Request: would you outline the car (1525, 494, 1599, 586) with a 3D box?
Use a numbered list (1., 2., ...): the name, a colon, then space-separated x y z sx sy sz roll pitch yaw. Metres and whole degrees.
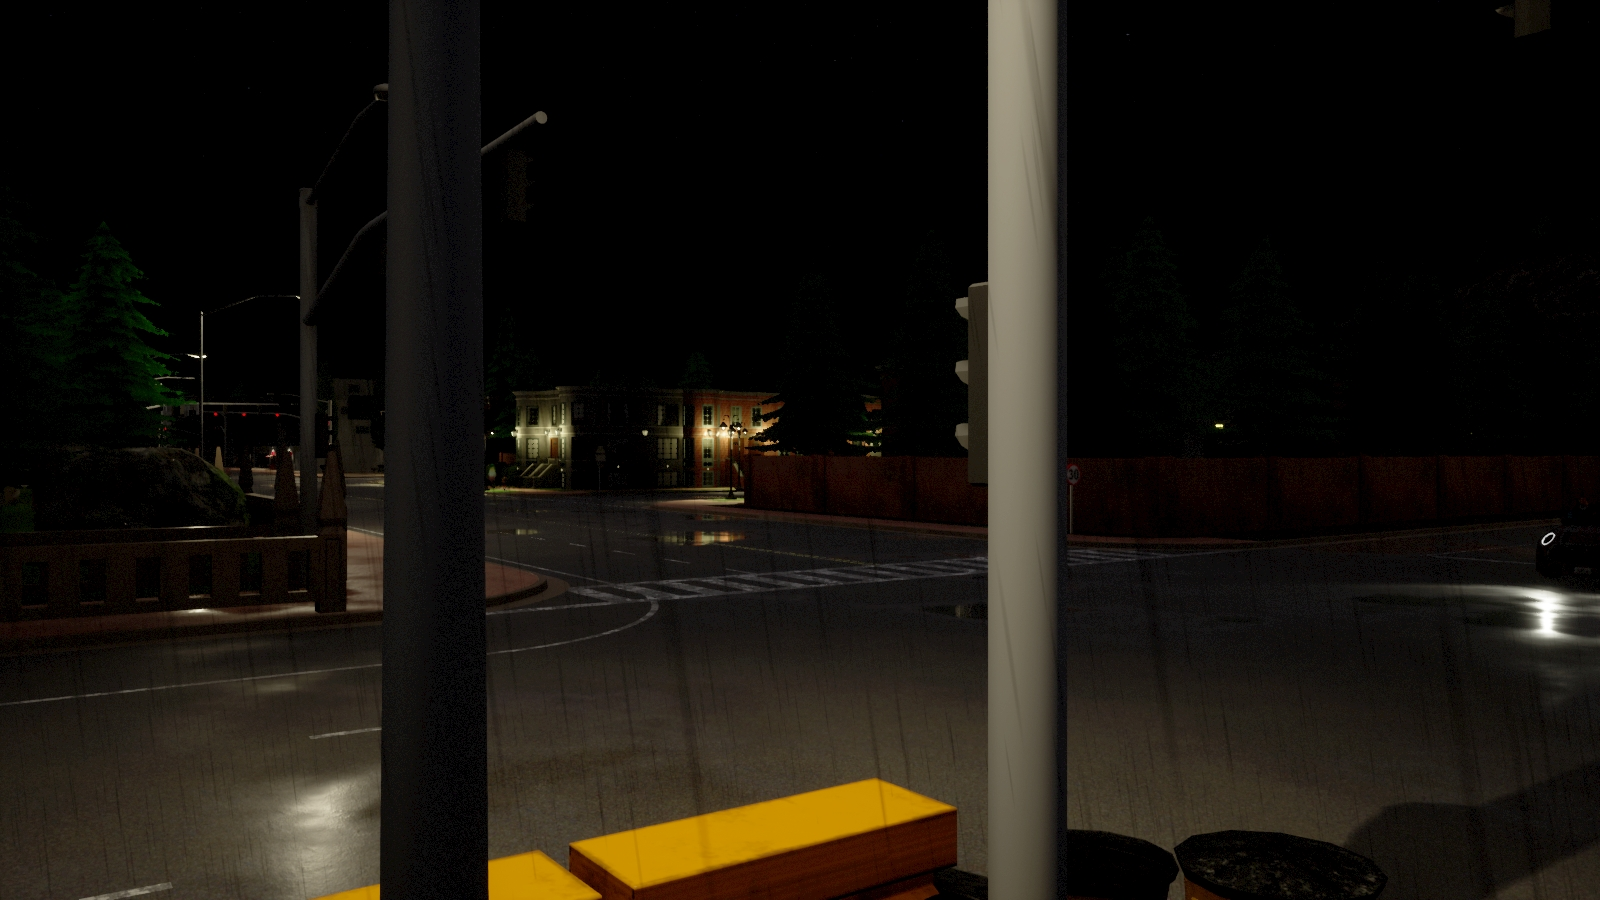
1. car: 18.010 1.906 24.946 4.553 1.767 2.097 0 0 -35
